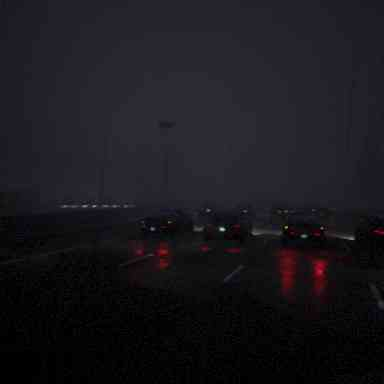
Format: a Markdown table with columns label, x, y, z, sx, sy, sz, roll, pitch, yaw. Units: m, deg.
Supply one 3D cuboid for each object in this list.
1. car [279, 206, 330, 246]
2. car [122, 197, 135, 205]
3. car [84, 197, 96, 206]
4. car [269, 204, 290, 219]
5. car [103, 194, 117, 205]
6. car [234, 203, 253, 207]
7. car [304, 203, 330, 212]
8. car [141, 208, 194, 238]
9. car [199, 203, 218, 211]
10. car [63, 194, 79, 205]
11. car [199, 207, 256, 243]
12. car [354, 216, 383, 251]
| label | x | y | z | sx | sy | sz | roll | pitch | yaw |
| --- | --- | --- | --- | --- | --- | --- | --- | --- | --- |
| car | 5.370 | 1.671 | 16.221 | 1.812 | 1.442 | 4.674 | 0 | 0 | 16 |
| car | -12.146 | 1.772 | 63.639 | 1.812 | 1.442 | 4.674 | 1 | -1 | -18 |
| car | -18.597 | 1.643 | 60.814 | 1.882 | 1.535 | 5.008 | 1 | -1 | -17 |
| car | 8.624 | 1.817 | 31.956 | 2.033 | 1.411 | 5.357 | 1 | 0 | 6 |
| car | -15.796 | 1.437 | 63.653 | 2.150 | 2.045 | 5.566 | 1 | -1 | -20 |
| car | 5.212 | 1.808 | 33.274 | 1.994 | 1.385 | 4.181 | 1 | 0 | 5 |
| car | 12.195 | 1.836 | 32.907 | 1.812 | 1.442 | 4.674 | 1 | 0 | 5 |
| car | -1.267 | 1.618 | 18.440 | 1.812 | 1.442 | 4.674 | 0 | 0 | 16 |
| car | 1.736 | 1.776 | 33.771 | 1.994 | 1.385 | 4.181 | 1 | 0 | 5 |
| car | -22.347 | 1.357 | 61.184 | 2.150 | 2.045 | 5.566 | 1 | -1 | -19 |
| car | 1.943 | 1.681 | 16.971 | 1.994 | 1.385 | 4.181 | 0 | 0 | 16 |
| car | 8.570 | 1.734 | 14.702 | 1.994 | 1.385 | 4.181 | 0 | 0 | 16 |
